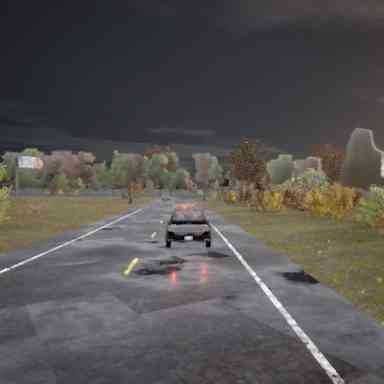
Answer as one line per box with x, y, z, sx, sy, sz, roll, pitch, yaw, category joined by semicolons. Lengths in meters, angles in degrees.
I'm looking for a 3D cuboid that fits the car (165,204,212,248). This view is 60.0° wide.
-0.179;1.486;14.722;2.128;1.511;4.902;0;0;-1;car

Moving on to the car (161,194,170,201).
-5.993;1.198;75.910;2.097;1.767;4.553;0;0;-2;car

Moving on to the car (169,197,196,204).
-0.689;1.340;29.709;2.097;1.767;4.553;0;0;-2;car
